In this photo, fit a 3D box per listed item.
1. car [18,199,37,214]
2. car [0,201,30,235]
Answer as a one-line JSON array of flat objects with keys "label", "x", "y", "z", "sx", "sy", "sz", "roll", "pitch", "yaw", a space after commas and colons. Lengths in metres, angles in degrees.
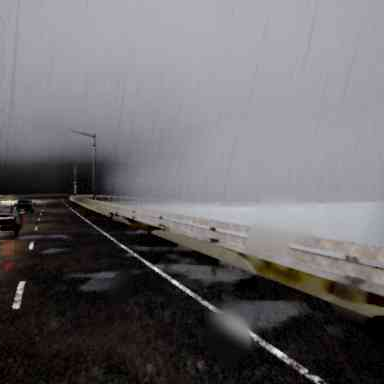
[{"label": "car", "x": -17.931, "y": 1.547, "z": 35.723, "sx": 1.837, "sy": 1.490, "sz": 4.892, "roll": 0, "pitch": 0, "yaw": -23}, {"label": "car", "x": -10.519, "y": 1.515, "z": 18.556, "sx": 2.128, "sy": 1.511, "sz": 4.902, "roll": 0, "pitch": 0, "yaw": -24}]
